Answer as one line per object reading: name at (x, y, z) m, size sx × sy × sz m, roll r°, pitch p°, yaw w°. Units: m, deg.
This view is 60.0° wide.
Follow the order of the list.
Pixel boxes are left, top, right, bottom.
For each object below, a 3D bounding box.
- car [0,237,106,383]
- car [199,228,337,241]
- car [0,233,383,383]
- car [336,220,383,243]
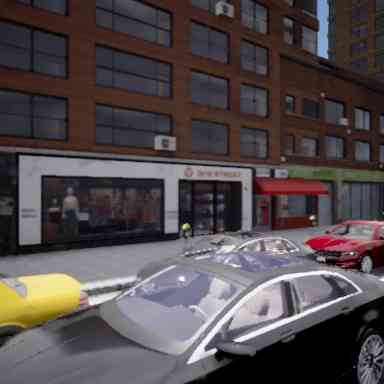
car at (-3.671, 1.522, 3.916) m, size 4.829 × 1.417 × 1.752 m, roll 0°, pitch 0°, yaw -36°
car at (0.904, 1.567, 7.180) m, size 4.403 × 1.369 × 2.008 m, roll 0°, pitch 0°, yaw -36°
car at (0.364, 1.500, 3.639) m, size 4.902 × 1.511 × 2.128 m, roll 0°, pitch 0°, yaw -36°
car at (5.342, 1.580, 10.346) m, size 4.507 × 1.381 × 1.887 m, roll 0°, pitch 0°, yaw -36°
